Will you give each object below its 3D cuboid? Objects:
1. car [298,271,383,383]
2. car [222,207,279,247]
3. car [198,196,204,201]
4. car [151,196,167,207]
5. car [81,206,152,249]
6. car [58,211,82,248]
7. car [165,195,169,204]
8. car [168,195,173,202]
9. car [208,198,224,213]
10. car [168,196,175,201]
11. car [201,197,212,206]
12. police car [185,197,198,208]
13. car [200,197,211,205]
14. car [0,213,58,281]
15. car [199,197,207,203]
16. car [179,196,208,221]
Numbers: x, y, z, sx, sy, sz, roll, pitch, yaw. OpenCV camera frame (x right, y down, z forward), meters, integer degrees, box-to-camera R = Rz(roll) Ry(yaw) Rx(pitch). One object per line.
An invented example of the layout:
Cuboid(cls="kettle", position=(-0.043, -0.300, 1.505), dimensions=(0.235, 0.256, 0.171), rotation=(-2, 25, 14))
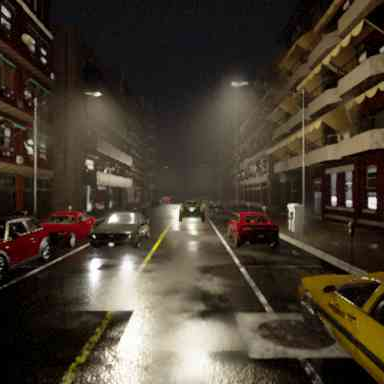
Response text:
Cuboid(cls="car", position=(2.684, 1.538, 4.015), dimensions=(1.752, 1.417, 4.829), rotation=(0, 0, 0))
Cuboid(cls="car", position=(2.666, 1.589, 15.117), dimensions=(1.887, 1.381, 4.507), rotation=(0, 0, 0))
Cuboid(cls="car", position=(2.539, 1.848, 94.024), dimensions=(1.802, 1.307, 4.206), rotation=(0, 0, 0))
Cuboid(cls="car", position=(-5.778, 1.708, 54.560), dimensions=(2.008, 1.369, 4.403), rotation=(0, 0, 0))
Cuboid(cls="car", position=(-3.027, 1.592, 15.118), dimensions=(2.033, 1.411, 5.357), rotation=(0, 0, 0))
Cuboid(cls="car", position=(-5.714, 1.590, 15.108), dimensions=(1.887, 1.381, 4.507), rotation=(0, 0, 0))
Cuboid(cls="car", position=(-5.788, 1.723, 60.197), dimensions=(2.008, 1.369, 4.403), rotation=(0, 0, 0))
Cuboid(cls="car", position=(-5.806, 1.749, 71.470), dimensions=(1.887, 1.381, 4.507), rotation=(0, 0, 0))
Cuboid(cls="car", position=(2.630, 1.660, 37.662), dimensions=(2.008, 1.369, 4.403), rotation=(0, 0, 0))
Cuboid(cls="car", position=(-5.842, 1.791, 93.844), dimensions=(1.752, 1.417, 4.829), rotation=(0, 0, 0))
Cuboid(cls="car", position=(2.594, 1.698, 60.377), dimensions=(1.752, 1.417, 4.829), rotation=(0, 0, 0))
Cuboid(cls="police car", position=(-0.082, 1.655, 52.668), dimensions=(2.038, 1.542, 4.974), rotation=(0, 0, 0))
Cuboid(cls="car", position=(2.584, 1.754, 65.843), dimensions=(1.947, 1.339, 4.313), rotation=(0, 0, 0))
Cuboid(cls="car", position=(-5.705, 1.468, 9.471), dimensions=(1.967, 1.590, 4.097), rotation=(0, 0, 0))
Cuboid(cls="car", position=(2.566, 1.801, 77.115), dimensions=(1.802, 1.307, 4.206), rotation=(0, 0, 0))
Cuboid(cls="car", position=(0.002, 1.434, 28.202), dimensions=(2.097, 1.767, 4.553), rotation=(0, 0, 0))
